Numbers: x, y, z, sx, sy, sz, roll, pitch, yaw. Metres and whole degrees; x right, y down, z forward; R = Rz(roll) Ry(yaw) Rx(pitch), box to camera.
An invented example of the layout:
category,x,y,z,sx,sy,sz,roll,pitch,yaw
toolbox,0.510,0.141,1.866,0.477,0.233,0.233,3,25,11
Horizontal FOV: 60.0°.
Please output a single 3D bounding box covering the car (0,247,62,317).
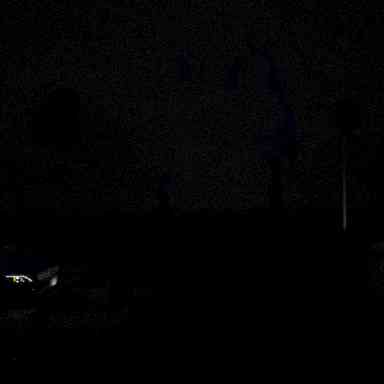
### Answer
category,x,y,z,sx,sy,sz,roll,pitch,yaw
car,-5.104,1.561,6.727,4.674,1.442,1.812,-1,0,1
